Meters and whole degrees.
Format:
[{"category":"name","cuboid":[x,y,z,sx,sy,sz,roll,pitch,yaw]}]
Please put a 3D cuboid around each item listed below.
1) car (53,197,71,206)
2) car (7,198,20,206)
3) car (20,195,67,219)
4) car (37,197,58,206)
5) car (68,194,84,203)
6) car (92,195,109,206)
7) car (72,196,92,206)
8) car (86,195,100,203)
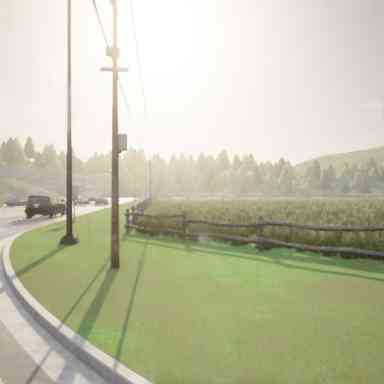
[{"category":"car","cuboid":[-23.192,1.671,59.454,1.812,1.442,4.674,0,0,-6]},{"category":"car","cuboid":[-29.873,1.717,56.917,1.994,1.385,4.181,0,0,-6]},{"category":"car","cuboid":[-13.136,1.298,30.205,2.150,2.045,5.566,0,0,-5]},{"category":"car","cuboid":[-26.866,1.704,62.018,2.033,1.411,5.357,0,0,-6]},{"category":"car","cuboid":[-24.179,1.352,69.284,2.097,1.767,4.553,0,0,-6]},{"category":"car","cuboid":[-16.064,1.638,59.526,1.837,1.490,4.892,0,0,-6]},{"category":"car","cuboid":[-19.703,1.740,59.739,1.895,1.301,4.718,0,0,-6]},{"category":"car","cuboid":[-20.699,1.491,69.663,1.837,1.490,4.892,0,0,-6]}]
